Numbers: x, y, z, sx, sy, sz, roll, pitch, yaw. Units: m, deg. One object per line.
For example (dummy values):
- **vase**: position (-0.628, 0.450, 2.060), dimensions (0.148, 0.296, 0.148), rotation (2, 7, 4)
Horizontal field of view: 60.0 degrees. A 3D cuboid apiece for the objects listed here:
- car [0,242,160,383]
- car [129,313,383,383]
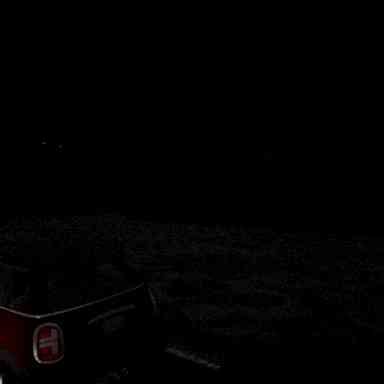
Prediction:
- **car**: position (-2.419, 1.438, 4.687), dimensions (4.097, 1.590, 1.967), rotation (0, 0, 35)
- **car**: position (2.007, 1.545, 1.529), dimensions (4.507, 1.381, 1.887), rotation (0, 0, 35)
